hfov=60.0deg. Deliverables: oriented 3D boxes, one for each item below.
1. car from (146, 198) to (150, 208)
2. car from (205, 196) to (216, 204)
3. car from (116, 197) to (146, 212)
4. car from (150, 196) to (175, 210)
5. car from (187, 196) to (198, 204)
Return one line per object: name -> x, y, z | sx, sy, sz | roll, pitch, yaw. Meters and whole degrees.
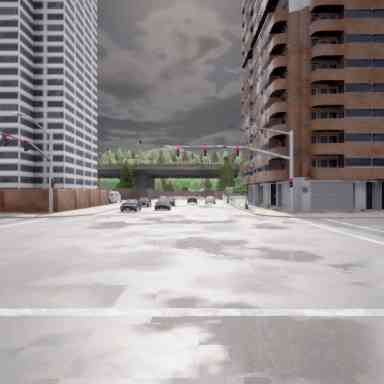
car -> -7.124, 1.547, 49.722 | 2.033, 1.411, 5.357 | 0, 0, 0
car -> 3.455, 1.525, 63.109 | 1.812, 1.442, 4.674 | 0, 0, 0
car -> -7.127, 1.547, 39.369 | 2.033, 1.411, 5.357 | 0, 0, 0
car -> -3.628, 1.547, 42.242 | 2.033, 1.411, 5.357 | 0, 0, 0
car -> 0.056, 1.505, 63.229 | 1.837, 1.490, 4.892 | 0, 0, 0
